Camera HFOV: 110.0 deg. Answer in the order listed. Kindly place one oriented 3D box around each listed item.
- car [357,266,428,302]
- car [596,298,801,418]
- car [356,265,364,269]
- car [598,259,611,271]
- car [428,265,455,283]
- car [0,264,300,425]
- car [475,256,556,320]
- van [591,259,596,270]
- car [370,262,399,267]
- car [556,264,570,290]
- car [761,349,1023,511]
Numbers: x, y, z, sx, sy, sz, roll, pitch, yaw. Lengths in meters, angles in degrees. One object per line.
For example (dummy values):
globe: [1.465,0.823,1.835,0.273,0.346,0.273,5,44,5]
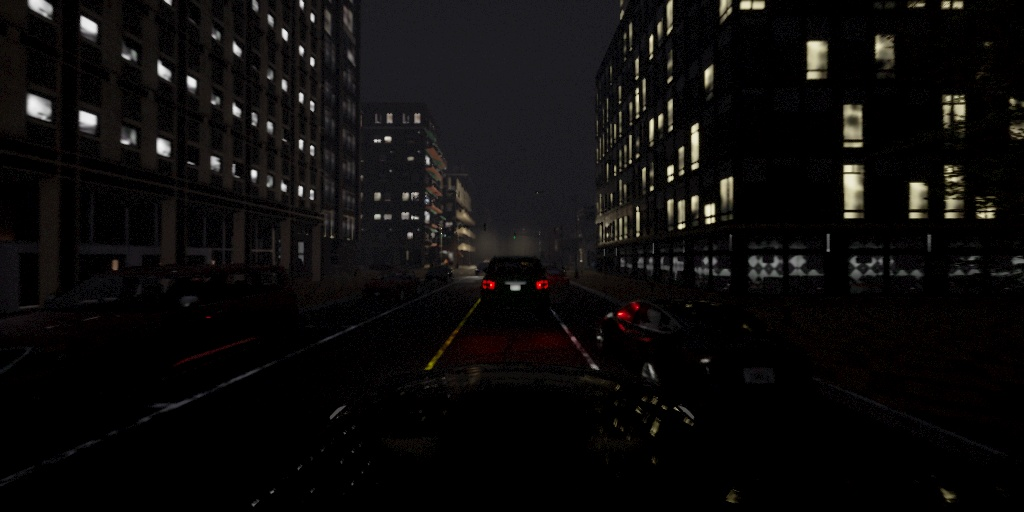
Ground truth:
car: [-5.690,1.352,17.341,1.888,1.381,4.507,0,0,0]
car: [2.658,1.331,5.937,1.948,1.339,4.313,0,0,0]
car: [-22.962,1.395,49.485,4.829,1.417,1.751,0,0,0]
car: [14.918,1.289,49.577,5.009,1.841,2.192,0,0,0]
car: [-5.691,1.418,28.718,1.948,1.339,4.313,0,0,0]
car: [-5.689,1.080,5.962,2.192,1.841,5.009,0,0,0]
car: [0.101,1.014,13.019,2.150,2.045,5.566,0,0,0]
van: [14.895,1.388,57.957,3.998,1.789,1.690,0,0,0]
car: [-17.469,1.463,49.498,4.207,1.307,1.802,0,0,0]
car: [2.657,1.412,23.003,1.802,1.307,4.207,0,0,0]
car: [2.658,1.311,0.247,1.948,1.339,4.313,0,0,0]
